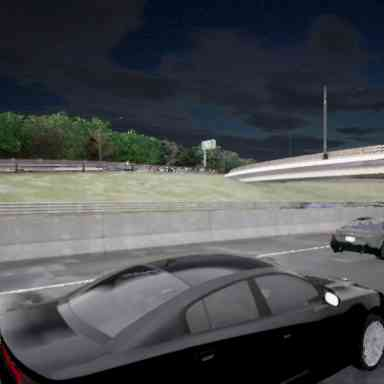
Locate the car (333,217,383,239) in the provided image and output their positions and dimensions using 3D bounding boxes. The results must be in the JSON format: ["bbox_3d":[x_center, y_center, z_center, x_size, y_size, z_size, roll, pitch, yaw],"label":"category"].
[{"bbox_3d":[7.305,1.668,12.977,4.181,1.385,1.994,1,0,-34],"label":"car"}]

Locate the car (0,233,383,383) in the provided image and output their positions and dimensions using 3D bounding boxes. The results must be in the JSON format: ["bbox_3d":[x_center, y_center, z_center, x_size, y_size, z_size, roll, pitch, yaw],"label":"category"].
[{"bbox_3d":[0.461,1.491,4.036,5.008,1.535,1.882,0,0,-35],"label":"car"}]

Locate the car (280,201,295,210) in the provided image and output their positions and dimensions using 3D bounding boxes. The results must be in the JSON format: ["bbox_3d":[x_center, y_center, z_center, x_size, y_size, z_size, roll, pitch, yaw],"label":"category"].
[{"bbox_3d":[12.002,1.775,37.372,4.892,1.490,1.837,1,0,-33],"label":"car"}]

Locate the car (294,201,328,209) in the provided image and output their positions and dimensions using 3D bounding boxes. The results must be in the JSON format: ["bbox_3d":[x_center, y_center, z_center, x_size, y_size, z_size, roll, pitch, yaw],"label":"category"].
[{"bbox_3d":[12.936,1.786,33.794,4.674,1.442,1.812,1,0,-33],"label":"car"}]

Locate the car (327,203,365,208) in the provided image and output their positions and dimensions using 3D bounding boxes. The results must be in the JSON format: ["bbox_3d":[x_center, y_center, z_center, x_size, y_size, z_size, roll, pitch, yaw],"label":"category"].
[{"bbox_3d":[14.996,1.829,30.959,4.181,1.385,1.994,1,0,-33],"label":"car"}]
